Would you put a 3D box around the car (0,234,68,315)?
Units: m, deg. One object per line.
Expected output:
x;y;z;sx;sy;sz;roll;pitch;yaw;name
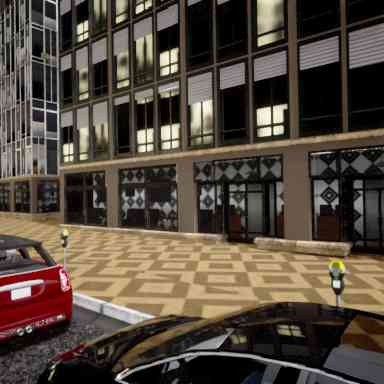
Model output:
-3.933;1.441;5.833;4.097;1.590;1.967;0;-1;37;car

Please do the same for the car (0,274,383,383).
0.642;1.566;2.454;4.313;1.339;1.947;0;-1;36;car
